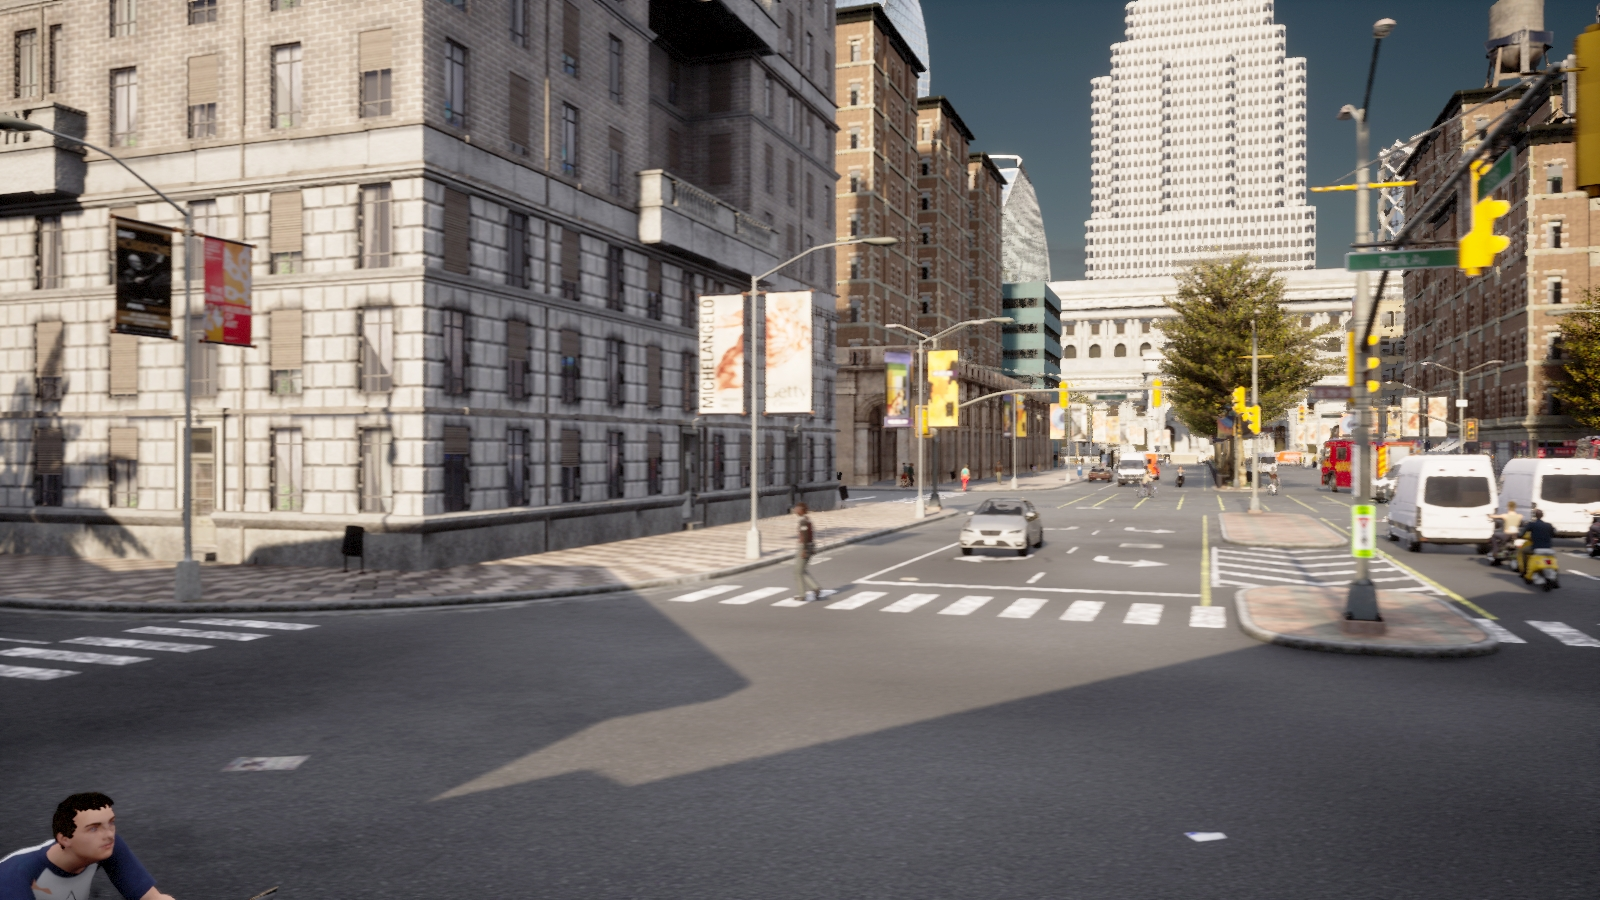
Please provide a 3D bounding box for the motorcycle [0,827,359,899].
[{"bbox_3d":[-2.758,2.213,4.281,2.033,1.145,0.803,0,0,20],"label":"motorcycle"}]

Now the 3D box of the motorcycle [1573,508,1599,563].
[{"bbox_3d":[20.559,2.170,29.265,0.764,1.277,2.356,0,0,21],"label":"motorcycle"}]

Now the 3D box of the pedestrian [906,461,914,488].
[{"bbox_3d":[7.554,1.696,78.481,0.375,1.860,0.375,0,0,33],"label":"pedestrian"}]

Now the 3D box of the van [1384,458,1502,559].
[{"bbox_3d":[18.250,1.534,32.727,1.988,2.561,5.915,0,0,20],"label":"van"}]

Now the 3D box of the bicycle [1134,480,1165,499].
[{"bbox_3d":[20.085,2.256,65.679,1.487,1.080,0.859,0,-2,-4],"label":"bicycle"}]

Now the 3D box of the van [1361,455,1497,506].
[{"bbox_3d":[32.339,1.534,58.848,5.915,2.561,1.988,0,0,-1],"label":"van"}]

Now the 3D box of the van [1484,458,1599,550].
[{"bbox_3d":[22.789,1.534,35.014,1.988,2.561,5.915,0,0,19],"label":"van"}]

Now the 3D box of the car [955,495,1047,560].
[{"bbox_3d":[5.609,2.066,31.477,1.816,1.474,4.193,0,0,20],"label":"car"}]

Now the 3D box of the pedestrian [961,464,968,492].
[{"bbox_3d":[10.961,1.848,75.961,0.375,1.860,0.375,0,0,26],"label":"pedestrian"}]

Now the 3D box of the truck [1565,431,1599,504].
[{"bbox_3d":[45.519,0.890,59.983,8.468,3.827,2.891,0,0,21],"label":"truck"}]

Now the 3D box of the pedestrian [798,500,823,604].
[{"bbox_3d":[0.193,1.849,20.907,0.375,1.860,0.375,0,0,19],"label":"pedestrian"}]
